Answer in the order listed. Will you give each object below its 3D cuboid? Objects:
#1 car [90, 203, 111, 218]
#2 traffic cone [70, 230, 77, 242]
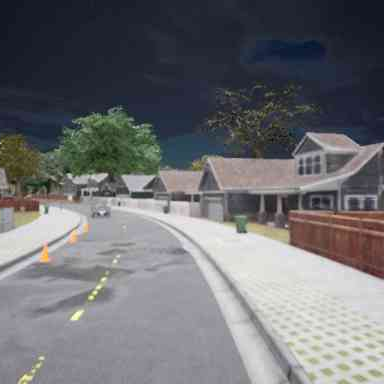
[{"bbox_3d":[-9.889,1.933,35.771,2.128,1.511,4.902,0,-1,-20],"label":"car"},{"bbox_3d":[-5.868,2.167,16.542,0.340,0.580,0.340,0,-1,-10],"label":"traffic cone"}]
